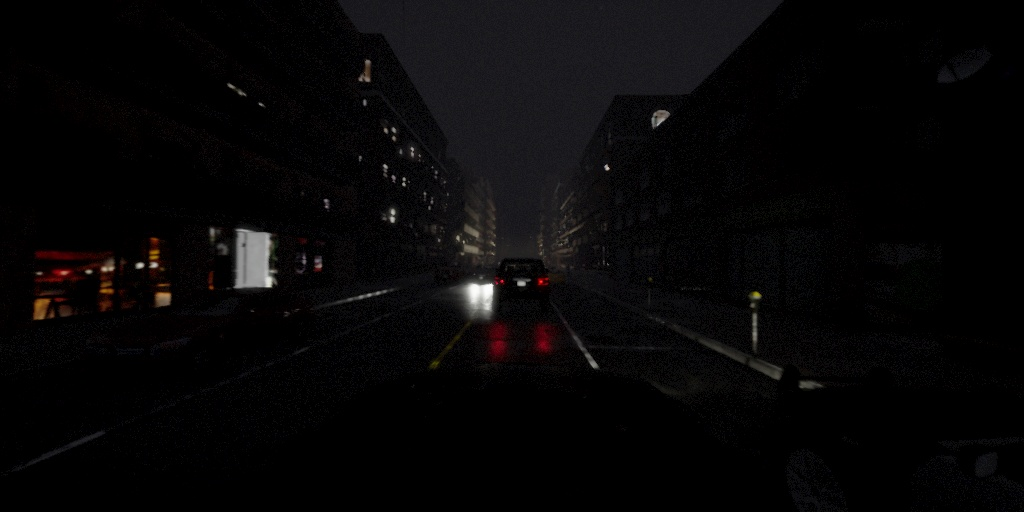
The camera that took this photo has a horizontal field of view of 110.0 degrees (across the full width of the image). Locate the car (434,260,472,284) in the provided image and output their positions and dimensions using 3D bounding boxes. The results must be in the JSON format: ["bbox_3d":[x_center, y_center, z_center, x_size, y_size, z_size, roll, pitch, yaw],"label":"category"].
[{"bbox_3d":[-4.990,1.250,29.675,2.192,1.841,5.009,0,0,2],"label":"car"}]

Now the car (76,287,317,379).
[{"bbox_3d":[-5.628,1.302,7.139,1.802,1.307,4.207,0,0,2],"label":"car"}]

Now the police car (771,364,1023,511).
[{"bbox_3d":[3.040,1.212,1.046,1.930,1.638,5.238,1,-1,2],"label":"police car"}]

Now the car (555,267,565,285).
[{"bbox_3d":[3.391,1.579,29.603,1.751,1.417,4.829,0,0,2],"label":"car"}]

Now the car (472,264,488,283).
[{"bbox_3d":[-2.337,1.474,30.711,2.128,1.511,4.902,1,-1,2],"label":"car"}]

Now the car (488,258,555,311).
[{"bbox_3d":[0.412,1.103,15.356,2.150,2.045,5.566,1,-1,2],"label":"car"}]
